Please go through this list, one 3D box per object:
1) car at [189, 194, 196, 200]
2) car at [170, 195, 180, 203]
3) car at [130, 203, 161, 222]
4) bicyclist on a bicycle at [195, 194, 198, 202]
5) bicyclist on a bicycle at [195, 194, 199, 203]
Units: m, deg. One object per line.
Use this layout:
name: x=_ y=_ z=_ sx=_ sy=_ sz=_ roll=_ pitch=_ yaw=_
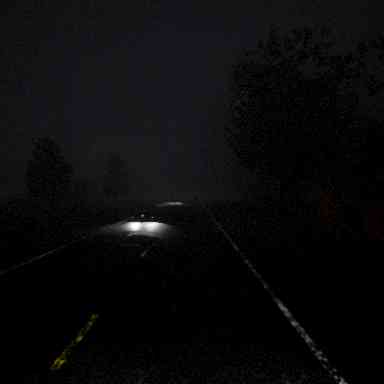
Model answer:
car: x=0.060 y=1.273 z=89.056 sx=2.033 sy=1.411 sz=5.357 roll=0 pitch=0 yaw=0
car: x=-3.456 y=1.400 z=67.678 sx=2.128 sy=1.511 sz=4.902 roll=0 pitch=0 yaw=0
car: x=-3.580 y=1.524 z=26.050 sx=1.994 sy=1.385 sz=4.181 roll=0 pitch=0 yaw=0
bicyclist on a bicycle: x=1.012 y=1.322 z=72.972 sx=0.582 sy=1.620 sz=1.656 roll=0 pitch=0 yaw=0
bicyclist on a bicycle: x=1.007 y=1.341 z=63.997 sx=0.582 sy=1.620 sz=1.656 roll=0 pitch=0 yaw=0
